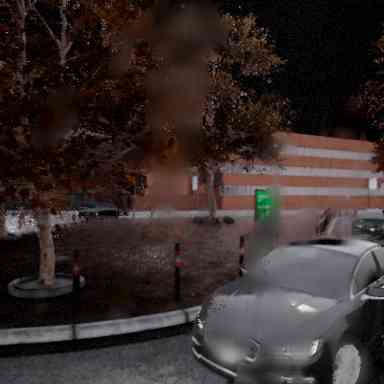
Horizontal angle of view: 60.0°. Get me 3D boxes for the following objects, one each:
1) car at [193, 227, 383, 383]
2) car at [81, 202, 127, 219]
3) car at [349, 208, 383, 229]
[{"bbox_3d":[2.102,1.557,5.320,1.837,1.490,4.892,0,0,45],"label":"car"},{"bbox_3d":[-8.531,1.800,32.553,2.128,1.511,4.902,0,-3,40],"label":"car"},{"bbox_3d":[10.475,1.765,19.653,1.837,1.490,4.892,0,-1,25],"label":"car"}]
